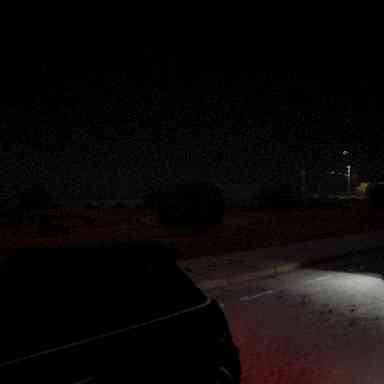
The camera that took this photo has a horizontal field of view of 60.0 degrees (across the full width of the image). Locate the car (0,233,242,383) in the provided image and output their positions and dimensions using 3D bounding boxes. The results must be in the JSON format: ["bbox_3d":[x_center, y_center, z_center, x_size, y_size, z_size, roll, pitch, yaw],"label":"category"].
[{"bbox_3d":[-1.793,1.337,2.699,4.553,1.767,2.097,-1,1,-35],"label":"car"}]
